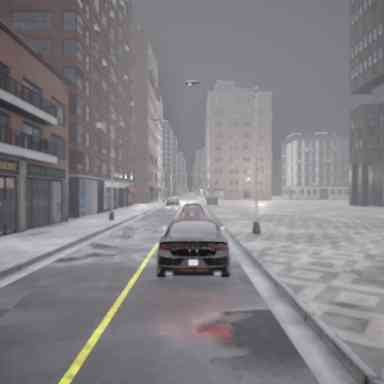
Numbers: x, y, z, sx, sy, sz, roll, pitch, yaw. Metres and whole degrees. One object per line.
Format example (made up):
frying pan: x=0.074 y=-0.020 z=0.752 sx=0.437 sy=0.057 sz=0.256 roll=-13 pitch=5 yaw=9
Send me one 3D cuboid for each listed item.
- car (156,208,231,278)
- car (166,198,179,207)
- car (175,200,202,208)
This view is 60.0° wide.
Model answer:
car: x=0.043 y=1.484 z=10.194 sx=1.882 sy=1.535 sz=5.008 roll=0 pitch=0 yaw=0
car: x=-3.061 y=1.597 z=53.228 sx=1.994 sy=1.385 sz=4.181 roll=0 pitch=0 yaw=0
car: x=0.051 y=1.563 z=25.606 sx=2.033 sy=1.411 sz=5.357 roll=0 pitch=0 yaw=1
